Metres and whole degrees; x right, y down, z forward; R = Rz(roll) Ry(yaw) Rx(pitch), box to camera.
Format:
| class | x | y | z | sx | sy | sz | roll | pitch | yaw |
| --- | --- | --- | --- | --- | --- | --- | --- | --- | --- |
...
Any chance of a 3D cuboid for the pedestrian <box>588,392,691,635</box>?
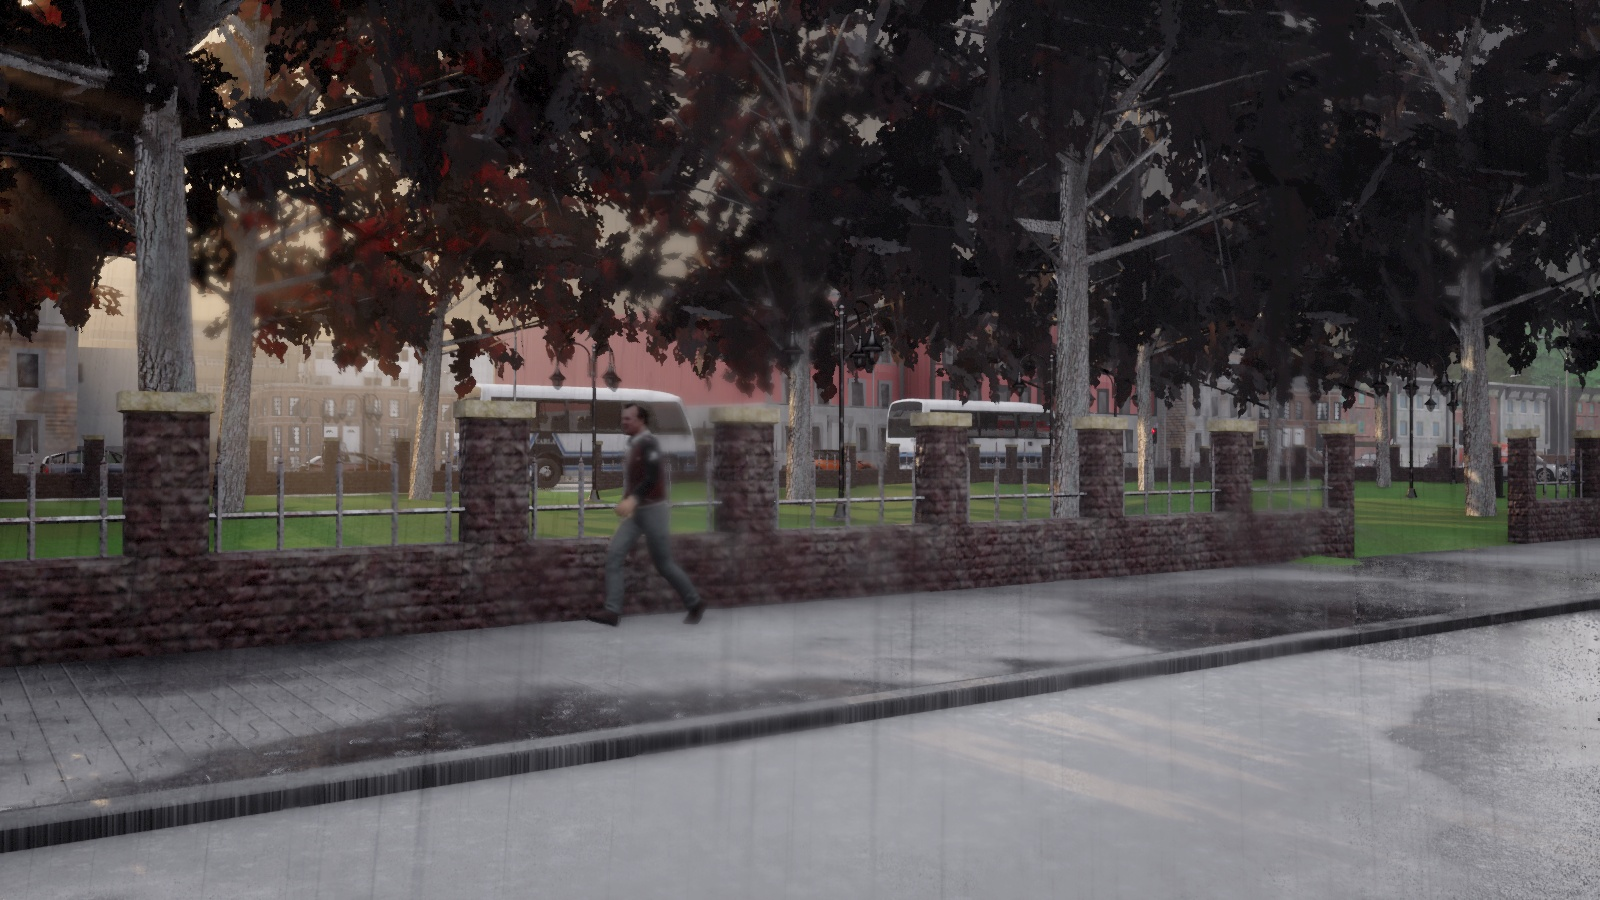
| class | x | y | z | sx | sy | sz | roll | pitch | yaw |
| --- | --- | --- | --- | --- | --- | --- | --- | --- | --- |
| pedestrian | -1.267 | 0.481 | 9.929 | 0.720 | 1.854 | 0.376 | 0 | 0 | -35 |

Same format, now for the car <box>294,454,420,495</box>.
| class | x | y | z | sx | sy | sz | roll | pitch | yaw |
| --- | --- | --- | --- | --- | --- | --- | --- | --- | --- |
| car | -16.821 | 0.911 | 47.789 | 4.193 | 1.474 | 1.816 | 0 | 0 | -35 |

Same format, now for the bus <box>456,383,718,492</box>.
| class | x | y | z | sx | sy | sz | roll | pitch | yaw |
| --- | --- | --- | --- | --- | --- | --- | --- | --- | --- |
| bus | -8.897 | -0.482 | 53.337 | 10.273 | 4.253 | 3.944 | 0 | 0 | -35 |

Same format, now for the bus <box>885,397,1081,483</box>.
| class | x | y | z | sx | sy | sz | roll | pitch | yaw |
| --- | --- | --- | --- | --- | --- | --- | --- | --- | --- |
| bus | 9.780 | -0.490 | 66.470 | 10.273 | 4.253 | 3.944 | 0 | 0 | -34 |

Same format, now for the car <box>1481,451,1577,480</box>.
| class | x | y | z | sx | sy | sz | roll | pitch | yaw |
| --- | --- | --- | --- | --- | --- | --- | --- | --- | --- |
| car | 37.564 | 0.789 | 64.729 | 1.970 | 1.475 | 3.806 | 0 | 0 | -37 |

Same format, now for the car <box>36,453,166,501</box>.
| class | x | y | z | sx | sy | sz | roll | pitch | yaw |
| --- | --- | --- | --- | --- | --- | --- | --- | --- | --- |
| car | -23.848 | 0.879 | 42.861 | 3.705 | 1.549 | 1.789 | 0 | 0 | -35 |

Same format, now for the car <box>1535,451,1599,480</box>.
| class | x | y | z | sx | sy | sz | roll | pitch | yaw |
| --- | --- | --- | --- | --- | --- | --- | --- | --- | --- |
| car | 41.646 | 0.818 | 65.962 | 2.163 | 1.488 | 4.792 | 0 | 0 | -35 |

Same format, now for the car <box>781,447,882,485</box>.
| class | x | y | z | sx | sy | sz | roll | pitch | yaw |
| --- | --- | --- | --- | --- | --- | --- | --- | --- | --- |
| car | 1.542 | 0.748 | 60.656 | 4.553 | 1.767 | 2.097 | 0 | 0 | -35 |
